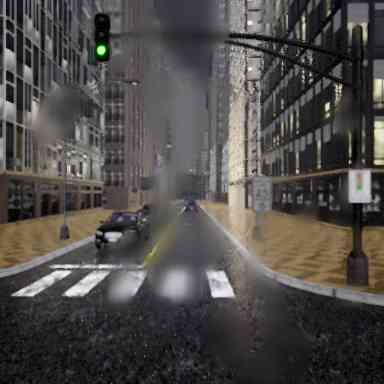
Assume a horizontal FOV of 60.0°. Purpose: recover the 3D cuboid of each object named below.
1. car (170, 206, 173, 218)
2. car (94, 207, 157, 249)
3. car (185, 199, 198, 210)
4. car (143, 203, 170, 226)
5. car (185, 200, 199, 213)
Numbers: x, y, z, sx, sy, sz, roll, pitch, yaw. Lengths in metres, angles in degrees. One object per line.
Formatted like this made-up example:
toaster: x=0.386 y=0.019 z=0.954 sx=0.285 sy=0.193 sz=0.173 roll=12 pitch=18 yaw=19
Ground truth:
car: x=-3.101 y=2.024 z=36.549 sx=2.033 sy=1.411 sz=5.357 roll=0 pitch=-1 yaw=0
car: x=-3.118 y=1.676 z=15.689 sx=2.128 sy=1.511 sz=4.902 roll=0 pitch=-1 yaw=1
car: x=-0.014 y=2.127 z=56.575 sx=2.097 sy=1.767 sz=4.553 roll=0 pitch=-1 yaw=0
car: x=-3.097 y=1.679 z=25.919 sx=2.097 sy=1.767 sz=4.553 roll=0 pitch=-1 yaw=0
car: x=-0.011 y=2.155 z=46.585 sx=1.812 sy=1.442 sz=4.674 roll=0 pitch=-1 yaw=0
